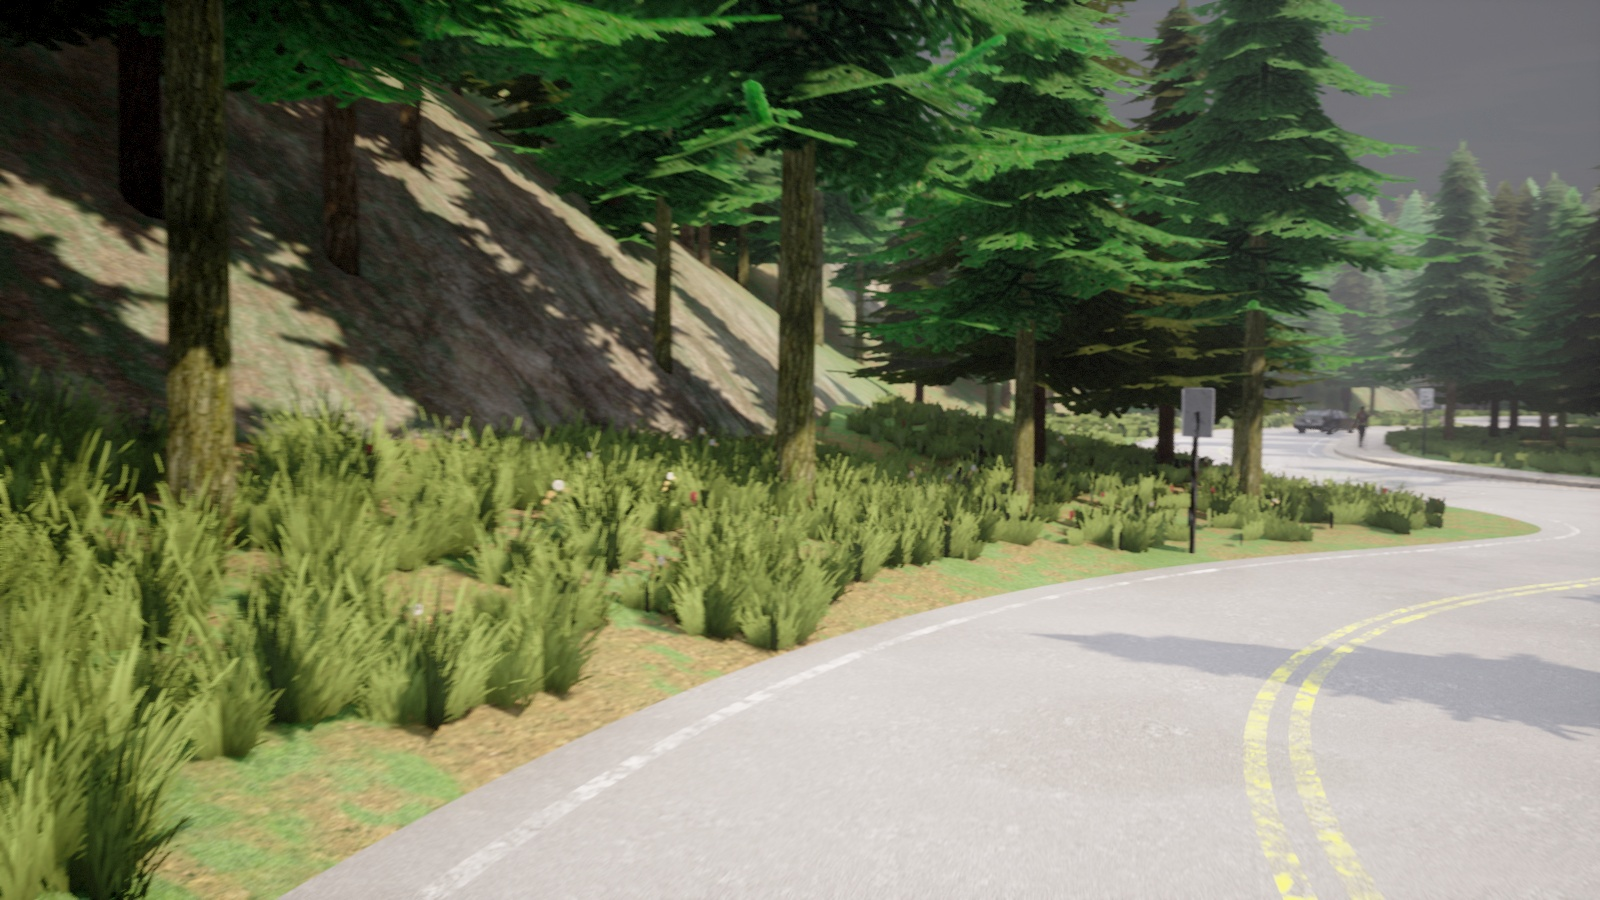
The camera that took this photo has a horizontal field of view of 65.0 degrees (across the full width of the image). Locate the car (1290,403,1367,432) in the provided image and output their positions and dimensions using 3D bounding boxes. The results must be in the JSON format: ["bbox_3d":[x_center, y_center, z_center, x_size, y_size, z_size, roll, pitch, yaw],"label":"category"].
[{"bbox_3d":[29.321,-1.815,69.592,2.033,1.411,5.357,4,5,44],"label":"car"}]

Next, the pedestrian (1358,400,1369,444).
[{"bbox_3d":[23.574,-1.178,52.519,0.328,1.805,0.869,2,4,21],"label":"pedestrian"}]
